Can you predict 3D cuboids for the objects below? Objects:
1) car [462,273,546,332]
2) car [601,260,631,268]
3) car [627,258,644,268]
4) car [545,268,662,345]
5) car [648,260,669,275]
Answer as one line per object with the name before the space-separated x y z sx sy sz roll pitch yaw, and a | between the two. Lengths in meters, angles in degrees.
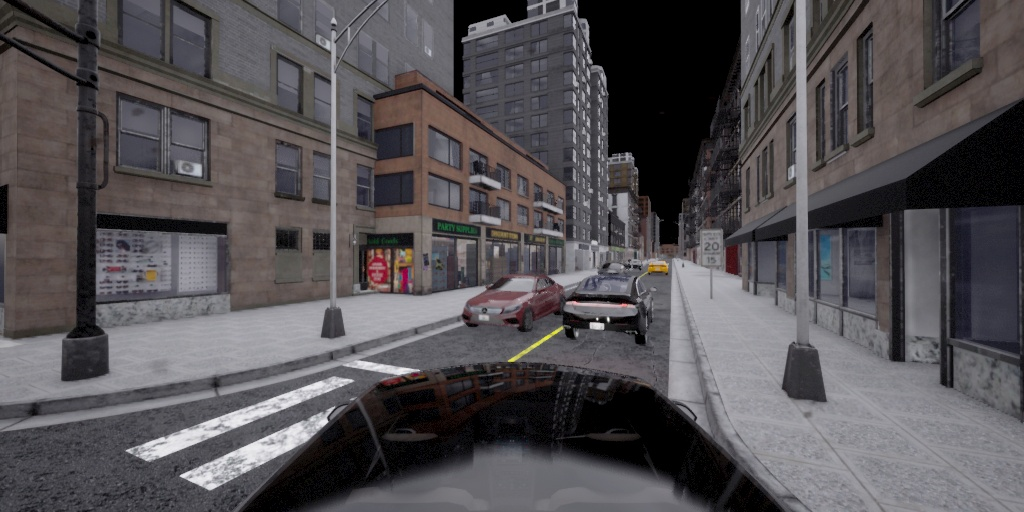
car | 0.303 1.289 11.168 1.812 1.442 4.674 0 0 26
car | 7.889 1.268 28.107 1.837 1.490 4.892 0 0 24
car | 14.616 0.952 42.919 1.882 1.535 5.008 0 0 24
car | 2.754 1.245 9.663 2.128 1.511 4.902 0 0 24
car | 15.913 1.226 38.932 1.882 1.535 5.008 0 0 24
